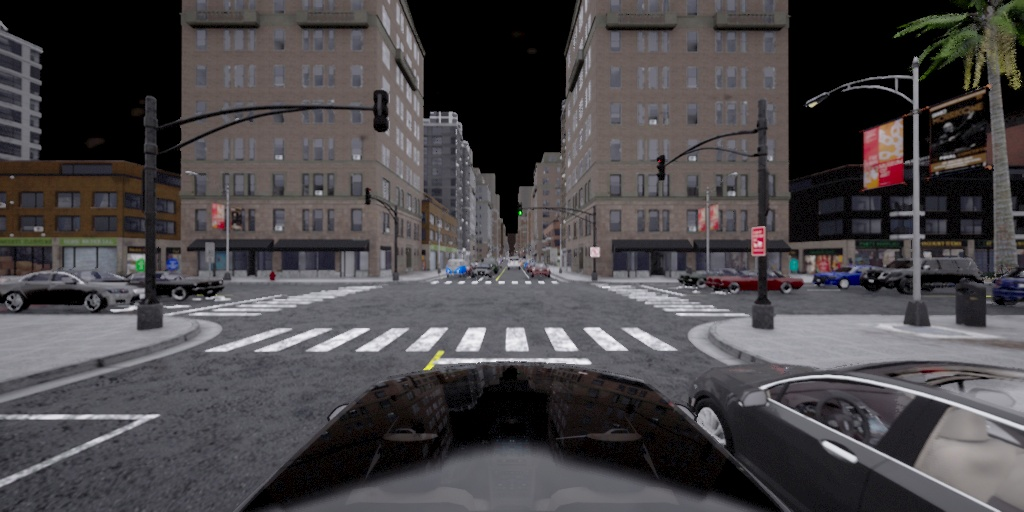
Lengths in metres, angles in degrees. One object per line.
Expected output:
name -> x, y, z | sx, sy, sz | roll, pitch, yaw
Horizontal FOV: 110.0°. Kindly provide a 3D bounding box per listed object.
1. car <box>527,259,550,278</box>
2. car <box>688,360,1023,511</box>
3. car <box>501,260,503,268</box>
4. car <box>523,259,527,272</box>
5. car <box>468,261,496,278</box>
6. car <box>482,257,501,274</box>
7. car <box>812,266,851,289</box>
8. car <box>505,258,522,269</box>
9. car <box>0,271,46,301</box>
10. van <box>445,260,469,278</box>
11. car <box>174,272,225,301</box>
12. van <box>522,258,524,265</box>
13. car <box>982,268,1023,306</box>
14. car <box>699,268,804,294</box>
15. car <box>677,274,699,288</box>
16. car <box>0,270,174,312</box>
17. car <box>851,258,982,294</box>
car -> 2.816, 1.370, 36.673 | 1.967, 1.591, 4.097 | 0, 0, 0
car -> 2.668, 1.302, 2.023 | 2.007, 1.370, 4.403 | 0, 0, 0
car -> -2.862, 1.628, 55.450 | 1.895, 1.301, 4.718 | 0, 0, 0
car -> 2.867, 1.430, 48.011 | 1.967, 1.591, 4.097 | 0, 0, 0
car -> -2.955, 1.493, 36.352 | 1.994, 1.385, 4.181 | 0, 0, 0
car -> -2.908, 1.199, 45.661 | 2.150, 2.045, 5.566 | 0, 0, 0
car -> 23.052, 1.373, 24.054 | 5.008, 1.535, 1.882 | 0, 0, 0
car -> 0.369, 1.288, 63.027 | 2.150, 2.045, 5.566 | 0, 0, 0
car -> -25.832, 1.390, 17.099 | 4.718, 1.301, 1.895 | 0, 0, 0
van -> -5.710, 1.271, 36.709 | 1.690, 1.789, 3.998 | 0, 0, 0
car -> -16.673, 1.404, 17.154 | 4.718, 1.301, 1.895 | 0, 0, -1
van -> 2.918, 1.388, 59.349 | 1.690, 1.789, 3.998 | 0, 0, 0
car -> 22.251, 1.207, 14.102 | 4.553, 1.767, 2.097 | 0, 0, 0
car -> 13.852, 1.467, 20.758 | 4.718, 1.301, 1.895 | 0, 0, 0
car -> 13.732, 1.479, 24.007 | 4.718, 1.301, 1.895 | 0, 0, 0
car -> -16.652, 1.283, 13.884 | 4.902, 1.511, 2.128 | 0, 0, 0
car -> 23.605, 1.105, 20.810 | 5.566, 2.045, 2.150 | 0, 0, 0
